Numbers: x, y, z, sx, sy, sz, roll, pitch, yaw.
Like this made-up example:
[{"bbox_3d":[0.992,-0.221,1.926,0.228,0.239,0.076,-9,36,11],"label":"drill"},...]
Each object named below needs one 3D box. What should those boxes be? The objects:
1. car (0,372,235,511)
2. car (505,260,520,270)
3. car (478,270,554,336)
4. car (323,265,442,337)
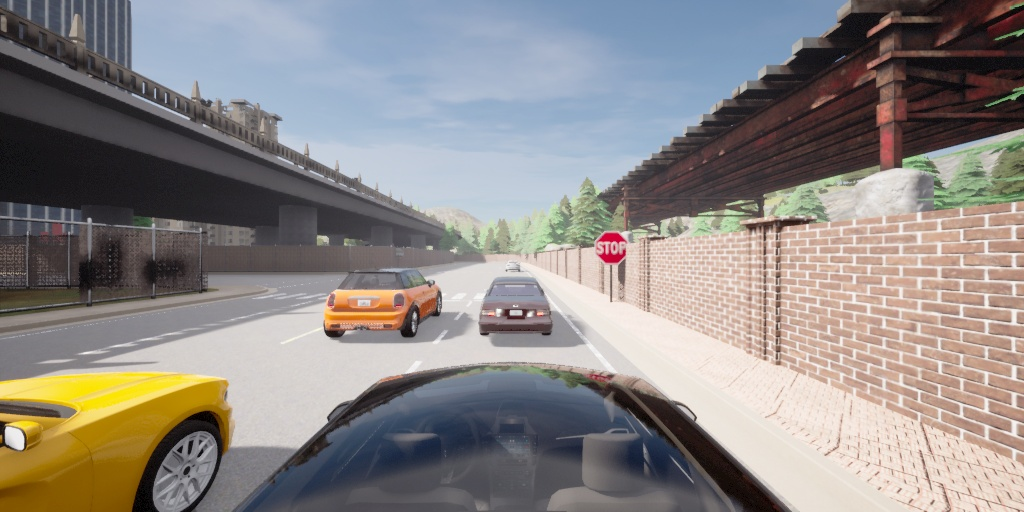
[{"bbox_3d":[-3.398,1.228,1.136,1.882,1.535,5.008,0,0,0],"label":"car"},{"bbox_3d":[0.114,1.276,46.284,1.812,1.442,4.674,0,0,-1],"label":"car"},{"bbox_3d":[0.088,1.297,10.412,2.033,1.411,5.357,0,0,0],"label":"car"},{"bbox_3d":[-3.414,1.102,10.393,2.097,1.767,4.553,0,0,0],"label":"car"}]
